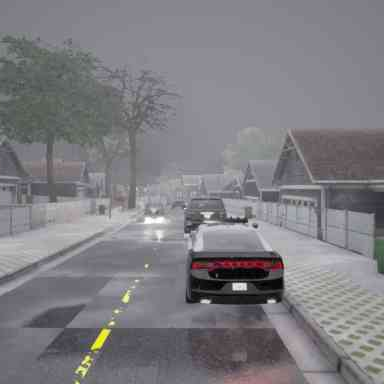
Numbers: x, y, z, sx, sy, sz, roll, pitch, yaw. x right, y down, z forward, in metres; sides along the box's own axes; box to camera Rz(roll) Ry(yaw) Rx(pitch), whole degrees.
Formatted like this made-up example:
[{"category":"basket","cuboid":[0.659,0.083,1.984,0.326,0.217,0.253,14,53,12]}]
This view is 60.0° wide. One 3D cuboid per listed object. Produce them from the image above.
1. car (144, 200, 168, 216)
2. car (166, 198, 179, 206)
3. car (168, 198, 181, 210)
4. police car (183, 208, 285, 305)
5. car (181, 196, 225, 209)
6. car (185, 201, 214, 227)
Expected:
[{"category":"car","cuboid":[-3.677,1.565,32.902,2.128,1.511,4.902,0,0,-4]},{"category":"car","cuboid":[-3.735,1.854,61.864,2.033,1.411,5.357,0,-1,-8]},{"category":"car","cuboid":[-1.992,1.664,46.824,1.837,1.490,4.892,0,0,-5]},{"category":"police car","cuboid":[0.809,1.430,8.306,1.930,1.638,5.238,0,0,0]},{"category":"car","cuboid":[0.645,1.250,18.279,2.150,2.045,5.566,0,0,-2]},{"category":"car","cuboid":[0.423,1.495,24.467,1.801,1.575,5.366,0,0,-2]}]
